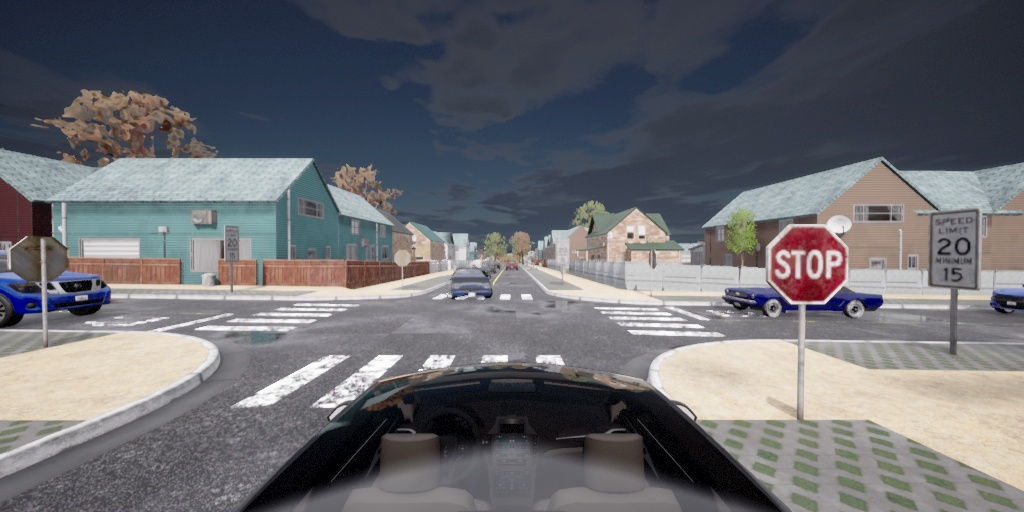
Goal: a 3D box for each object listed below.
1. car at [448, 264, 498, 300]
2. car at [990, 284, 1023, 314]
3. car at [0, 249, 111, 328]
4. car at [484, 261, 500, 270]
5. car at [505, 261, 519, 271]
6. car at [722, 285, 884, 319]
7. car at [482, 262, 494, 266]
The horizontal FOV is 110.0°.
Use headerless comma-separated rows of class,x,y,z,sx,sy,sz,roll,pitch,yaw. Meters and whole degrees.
car,-2.211,1.298,17.967,2.033,1.411,5.357,0,-1,-11
car,20.991,1.519,13.262,5.008,1.535,1.882,1,1,0
car,-15.119,0.820,10.282,5.566,2.045,2.150,1,1,0
car,-2.848,1.374,43.686,1.837,1.490,4.892,0,-1,0
car,-0.009,1.478,55.155,1.812,1.442,4.674,0,0,0
car,10.487,1.497,13.221,4.718,1.301,1.895,1,1,-1
car,-2.854,1.406,31.324,1.895,1.301,4.718,0,0,0
